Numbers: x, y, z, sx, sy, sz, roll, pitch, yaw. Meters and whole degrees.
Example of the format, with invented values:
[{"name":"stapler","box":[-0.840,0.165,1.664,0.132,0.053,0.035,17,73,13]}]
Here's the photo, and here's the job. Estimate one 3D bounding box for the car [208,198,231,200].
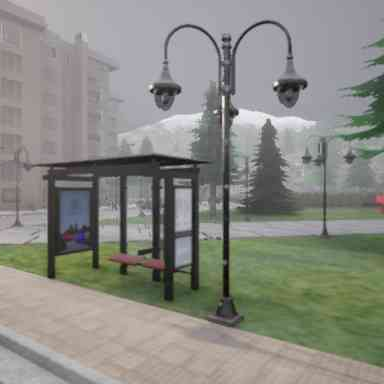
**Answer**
[{"name":"car","box":[4.603,1.090,54.699,2.033,1.411,5.357,0,0,36]}]
